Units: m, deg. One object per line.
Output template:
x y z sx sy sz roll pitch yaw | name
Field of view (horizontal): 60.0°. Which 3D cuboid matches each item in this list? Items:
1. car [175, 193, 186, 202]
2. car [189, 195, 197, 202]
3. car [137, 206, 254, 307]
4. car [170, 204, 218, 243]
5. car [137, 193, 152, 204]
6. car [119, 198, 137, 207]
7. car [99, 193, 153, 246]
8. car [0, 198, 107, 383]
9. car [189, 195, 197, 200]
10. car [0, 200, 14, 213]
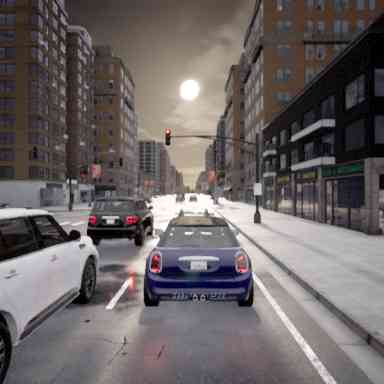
-2.963 1.549 77.815 2.033 1.411 5.357 0 0 0 | car
0.289 1.534 78.217 1.812 1.442 4.674 0 0 0 | car
0.127 1.349 8.145 2.097 1.767 4.553 0 0 0 | car
0.118 1.487 17.213 2.128 1.511 4.902 0 0 1 | car
-9.515 1.226 67.115 2.150 2.045 5.566 0 0 1 | car
-9.656 1.600 50.658 1.895 1.301 4.718 0 0 0 | car
-3.096 1.218 15.341 2.150 2.045 5.566 0 0 0 | car
-3.138 1.220 4.988 2.150 2.045 5.566 0 0 1 | car
0.325 1.458 88.225 1.994 1.385 4.181 0 0 0 | car
-22.018 1.581 36.064 4.313 1.339 1.947 0 0 0 | car
